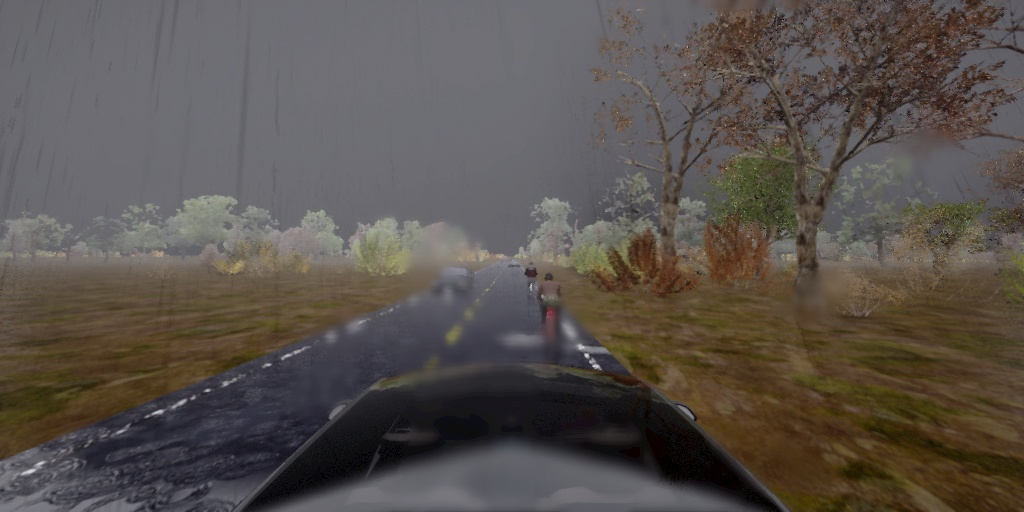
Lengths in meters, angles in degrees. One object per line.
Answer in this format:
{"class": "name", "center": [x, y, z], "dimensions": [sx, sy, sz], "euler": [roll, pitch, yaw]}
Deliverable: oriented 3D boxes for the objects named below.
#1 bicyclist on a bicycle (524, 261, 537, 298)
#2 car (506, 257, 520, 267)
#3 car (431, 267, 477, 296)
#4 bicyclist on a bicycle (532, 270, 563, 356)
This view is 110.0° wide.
{"class": "bicyclist on a bicycle", "center": [0.883, 1.121, 16.425], "dimensions": [0.659, 1.776, 1.843], "euler": [-1, 0, 0]}
{"class": "car", "center": [0.386, 1.323, 64.291], "dimensions": [1.994, 1.385, 4.181], "euler": [0, 0, 0]}
{"class": "car", "center": [-3.018, 1.300, 19.728], "dimensions": [2.033, 1.411, 5.357], "euler": [0, 0, 0]}
{"class": "bicyclist on a bicycle", "center": [0.839, 1.201, 7.718], "dimensions": [0.582, 1.620, 1.656], "euler": [-1, 0, 0]}
